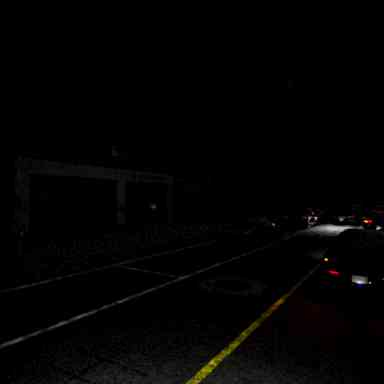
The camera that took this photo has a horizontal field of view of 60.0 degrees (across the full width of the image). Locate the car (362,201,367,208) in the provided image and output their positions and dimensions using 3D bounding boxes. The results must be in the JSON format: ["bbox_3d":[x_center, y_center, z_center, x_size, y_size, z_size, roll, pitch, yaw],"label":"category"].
[{"bbox_3d":[39.468,3.228,78.467,1.752,1.417,4.829,1,0,31],"label":"car"}]

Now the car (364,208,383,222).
[{"bbox_3d":[12.672,2.055,22.428,1.812,1.442,4.674,1,-1,31],"label":"car"}]

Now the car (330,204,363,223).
[{"bbox_3d":[13.851,2.112,30.162,2.128,1.511,4.902,1,-1,31],"label":"car"}]

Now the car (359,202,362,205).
[{"bbox_3d":[30.872,2.899,63.948,1.887,1.381,4.507,1,0,31],"label":"car"}]

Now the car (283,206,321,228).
[{"bbox_3d":[8.567,1.879,26.267,1.967,1.590,4.097,1,0,31],"label":"car"}]

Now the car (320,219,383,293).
[{"bbox_3d":[4.724,1.728,9.010,1.812,1.442,4.674,1,0,31],"label":"car"}]

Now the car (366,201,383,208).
[{"bbox_3d":[19.211,2.153,33.670,2.097,1.767,4.553,1,0,31],"label":"car"}]

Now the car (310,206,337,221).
[{"bbox_3d":[14.185,2.221,35.761,2.008,1.369,4.403,1,0,31],"label":"car"}]

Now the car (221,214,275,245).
[{"bbox_3d":[2.942,1.790,16.770,1.802,1.307,4.206,1,0,31],"label":"car"}]

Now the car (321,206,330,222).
[{"bbox_3d":[11.288,2.076,30.867,1.752,1.417,4.829,1,0,31],"label":"car"}]
